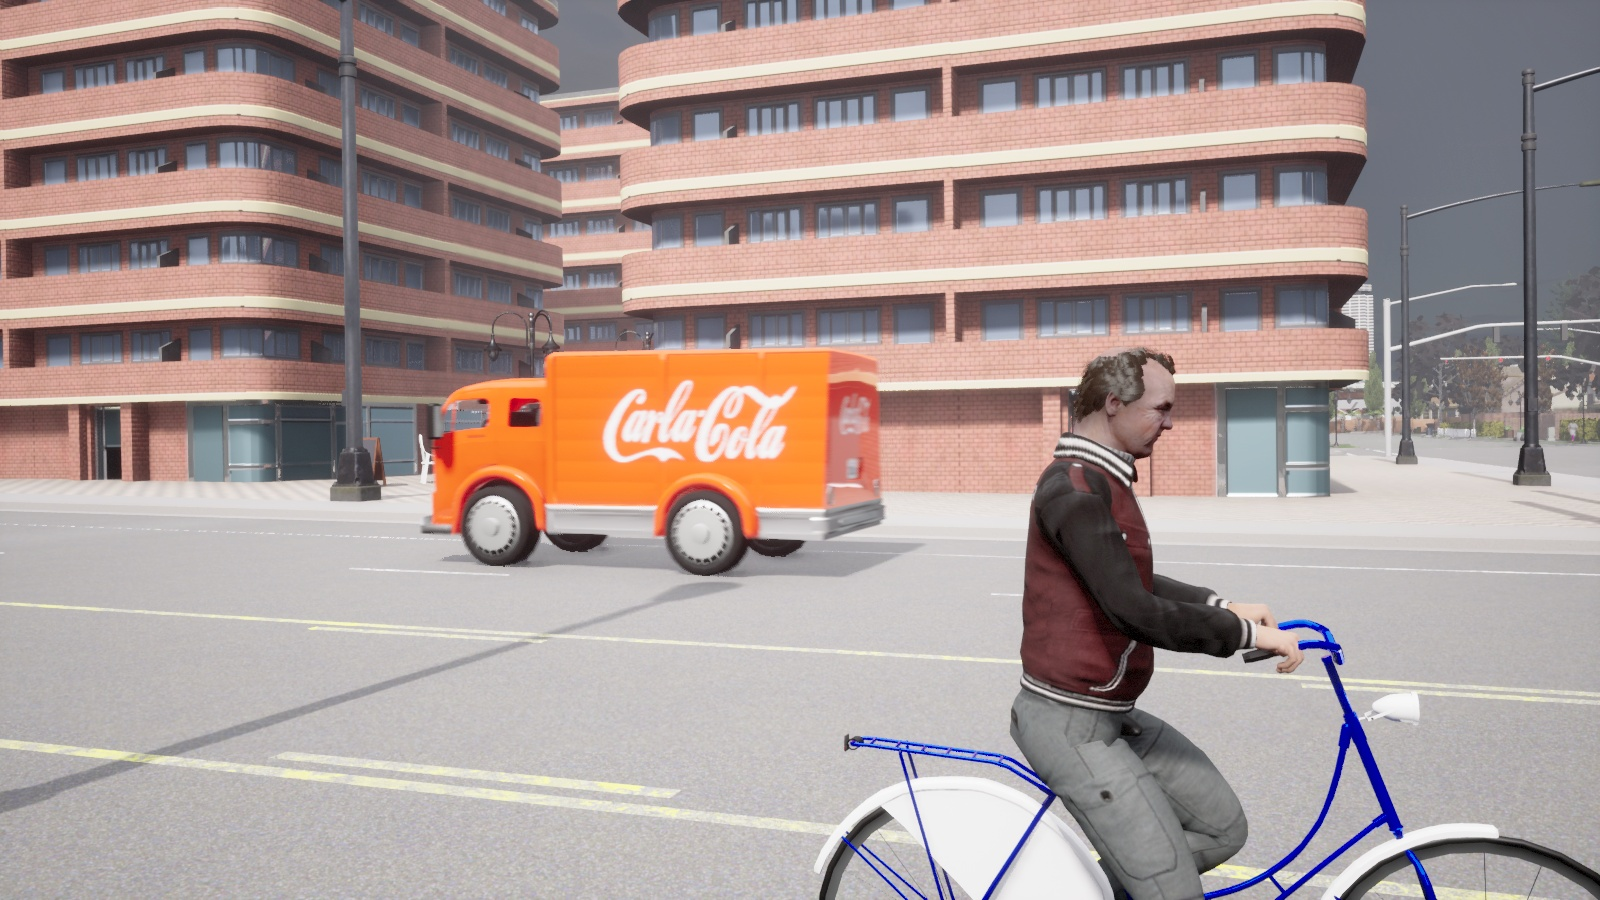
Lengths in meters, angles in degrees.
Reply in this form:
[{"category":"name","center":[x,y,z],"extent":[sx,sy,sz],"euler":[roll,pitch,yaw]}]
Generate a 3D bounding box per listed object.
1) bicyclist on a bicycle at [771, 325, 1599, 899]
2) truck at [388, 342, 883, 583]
[{"category":"bicyclist on a bicycle","center":[0.914,0.654,2.814],"extent":[1.843,1.776,0.659],"euler":[0,1,18]},{"category":"truck","center":[-1.879,0.084,14.926],"extent":[5.204,2.467,2.627],"euler":[1,1,19]}]
